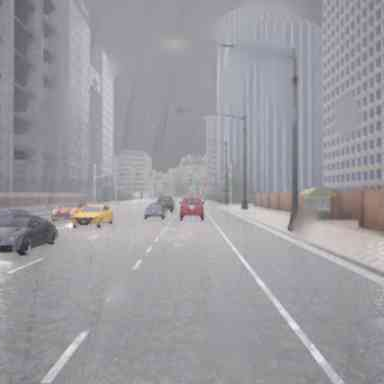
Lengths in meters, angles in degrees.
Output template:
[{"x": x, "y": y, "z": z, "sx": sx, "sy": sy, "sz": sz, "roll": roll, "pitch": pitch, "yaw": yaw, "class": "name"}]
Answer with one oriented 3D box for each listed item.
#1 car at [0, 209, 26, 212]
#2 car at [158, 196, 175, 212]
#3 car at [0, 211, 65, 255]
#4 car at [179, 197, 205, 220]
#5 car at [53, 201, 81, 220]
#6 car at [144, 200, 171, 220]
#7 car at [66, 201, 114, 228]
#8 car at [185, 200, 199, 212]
[{"x": -10.557, "y": 1.694, "z": 18.986, "sx": 2.033, "sy": 1.411, "sz": 5.357, "roll": 0, "pitch": 0, "yaw": 0, "class": "car"}, {"x": -3.473, "y": 1.566, "z": 44.458, "sx": 2.150, "sy": 2.045, "sz": 5.566, "roll": 0, "pitch": 0, "yaw": 0, "class": "car"}, {"x": -7.093, "y": 1.669, "z": 13.582, "sx": 1.994, "sy": 1.385, "sz": 4.181, "roll": 0, "pitch": 0, "yaw": 0, "class": "car"}, {"x": 0.004, "y": 1.462, "z": 30.830, "sx": 2.150, "sy": 2.045, "sz": 5.566, "roll": 0, "pitch": 0, "yaw": 0, "class": "car"}, {"x": -10.500, "y": 1.577, "z": 29.218, "sx": 2.097, "sy": 1.767, "sz": 4.553, "roll": 0, "pitch": 0, "yaw": 0, "class": "car"}, {"x": -3.395, "y": 1.790, "z": 31.369, "sx": 2.033, "sy": 1.411, "sz": 5.357, "roll": 0, "pitch": 0, "yaw": -1, "class": "car"}, {"x": -7.020, "y": 1.663, "z": 24.033, "sx": 1.882, "sy": 1.535, "sz": 5.008, "roll": 0, "pitch": 0, "yaw": 0, "class": "car"}, {"x": 0.047, "y": 1.880, "z": 45.993, "sx": 1.812, "sy": 1.442, "sz": 4.674, "roll": 0, "pitch": 0, "yaw": 1, "class": "car"}]
